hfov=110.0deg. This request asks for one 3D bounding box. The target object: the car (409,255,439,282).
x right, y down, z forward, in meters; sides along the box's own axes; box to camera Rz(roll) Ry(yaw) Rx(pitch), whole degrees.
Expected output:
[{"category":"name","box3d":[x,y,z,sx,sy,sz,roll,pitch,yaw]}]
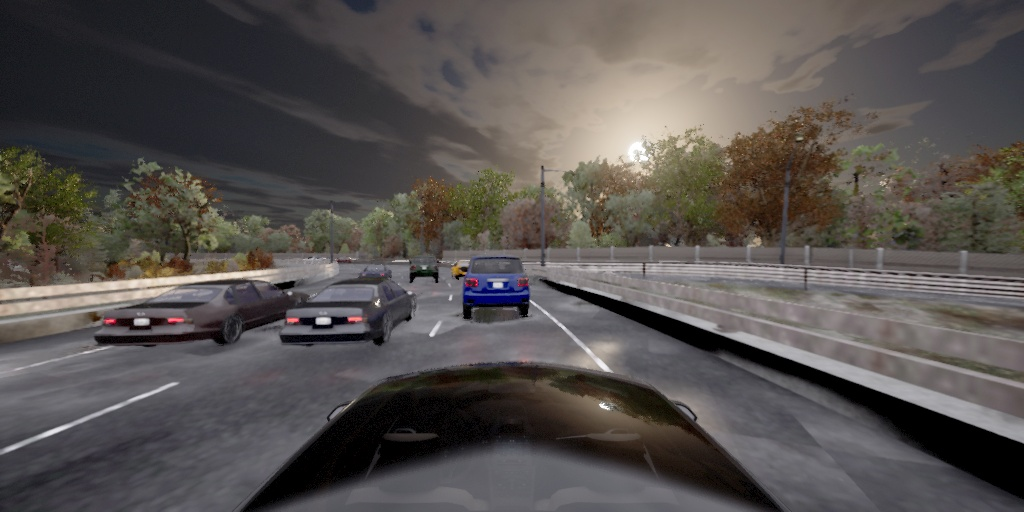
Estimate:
[{"category":"car","box3d":[-7.043,0.972,28.818,2.150,2.045,5.566,0,0,-14]}]

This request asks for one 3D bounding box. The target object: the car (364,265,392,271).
[{"category":"car","box3d":[-10.359,1.368,27.629,1.895,1.301,4.718,0,0,-13]}]

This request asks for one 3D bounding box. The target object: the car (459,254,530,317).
[{"category":"car","box3d":[-0.698,0.962,13.309,2.150,2.045,5.566,0,0,-6]}]

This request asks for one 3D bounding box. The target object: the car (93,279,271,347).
[{"category":"car","box3d":[-7.370,1.321,9.446,2.033,1.411,5.357,0,0,-5]}]

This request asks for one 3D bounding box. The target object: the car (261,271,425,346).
[{"category":"car","box3d":[-3.859,1.306,9.474,2.033,1.411,5.357,0,0,-4]}]

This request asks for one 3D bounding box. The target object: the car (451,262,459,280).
[{"category":"car","box3d":[-4.262,1.215,31.809,1.882,1.535,5.008,0,0,-15]}]
